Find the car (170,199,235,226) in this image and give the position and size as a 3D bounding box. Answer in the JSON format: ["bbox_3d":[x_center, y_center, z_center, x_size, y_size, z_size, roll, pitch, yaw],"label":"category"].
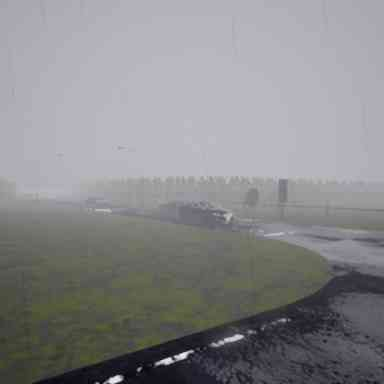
[{"bbox_3d":[0.842,1.366,22.665,2.128,1.511,4.902,0,1,-35],"label":"car"}]

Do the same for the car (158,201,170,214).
[{"bbox_3d":[-1.151,1.354,30.619,2.033,1.411,5.357,0,1,-35],"label":"car"}]

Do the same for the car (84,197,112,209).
[{"bbox_3d":[-11.453,1.255,40.091,2.033,1.411,5.357,0,1,-35],"label":"car"}]
